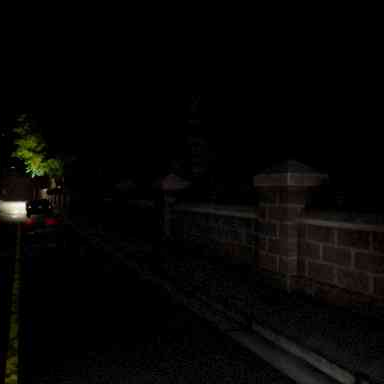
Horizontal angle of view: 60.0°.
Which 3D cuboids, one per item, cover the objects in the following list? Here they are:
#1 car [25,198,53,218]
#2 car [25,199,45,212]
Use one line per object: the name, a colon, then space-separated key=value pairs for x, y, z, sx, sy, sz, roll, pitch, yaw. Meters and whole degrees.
car: x=-14.191 y=1.359 z=30.809 sx=2.097 sy=1.767 sz=4.553 roll=0 pitch=0 yaw=-27
car: x=-18.918 y=1.574 z=39.978 sx=1.994 sy=1.385 sz=4.181 roll=0 pitch=0 yaw=-28
